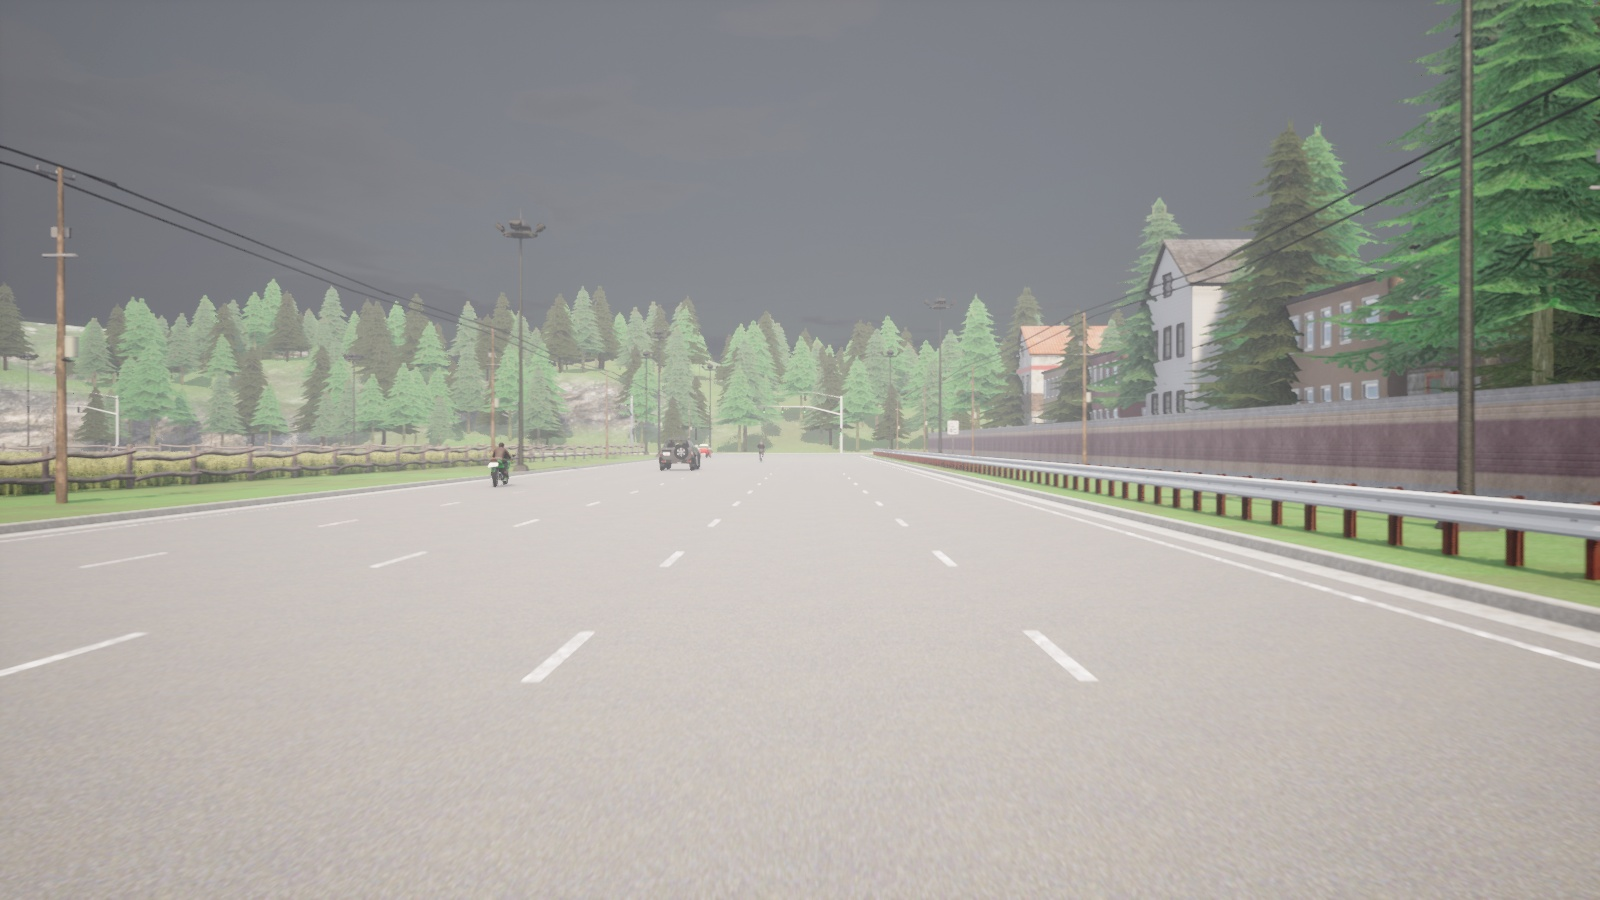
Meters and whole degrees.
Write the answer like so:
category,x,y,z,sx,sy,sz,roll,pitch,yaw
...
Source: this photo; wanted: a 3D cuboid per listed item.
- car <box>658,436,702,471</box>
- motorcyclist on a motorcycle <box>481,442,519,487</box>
category,x,y,z,sx,sy,sz,roll,pitch,yaw
car,-6.589,0.167,69.288,1.932,1.855,4.605,0,0,0
motorcyclist on a motorcycle,-10.239,0.478,42.966,0.797,1.523,2.044,0,0,0
